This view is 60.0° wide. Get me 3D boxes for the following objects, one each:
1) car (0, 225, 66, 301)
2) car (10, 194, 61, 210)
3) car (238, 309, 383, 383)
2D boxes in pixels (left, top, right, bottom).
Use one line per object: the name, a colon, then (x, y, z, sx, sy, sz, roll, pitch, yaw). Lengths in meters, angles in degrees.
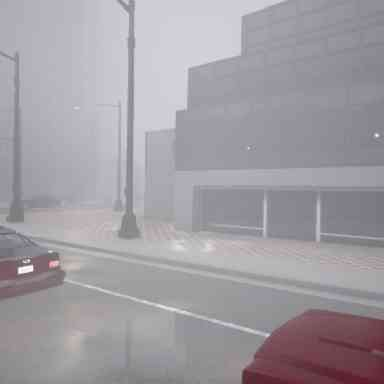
car: (-5.152, 1.460, 7.671, 5.357, 1.411, 2.033, 1, 0, 35)
car: (-16.042, 1.012, 34.357, 1.882, 1.535, 5.008, 1, 1, 36)
car: (2.651, 1.602, 2.103, 4.718, 1.301, 1.895, 0, 0, 35)
